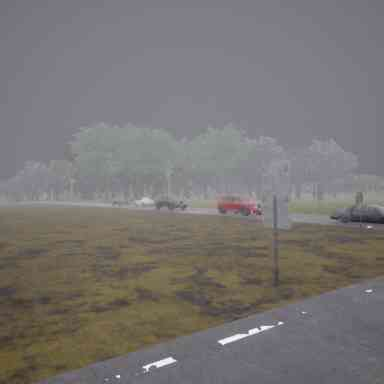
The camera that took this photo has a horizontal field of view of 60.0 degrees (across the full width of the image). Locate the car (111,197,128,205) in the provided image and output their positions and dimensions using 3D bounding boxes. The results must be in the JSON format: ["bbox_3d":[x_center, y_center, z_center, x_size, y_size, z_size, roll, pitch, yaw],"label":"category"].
[{"bbox_3d":[-14.086,1.776,64.714,2.128,1.511,4.902,-2,0,-36],"label":"car"}]

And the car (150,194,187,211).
[{"bbox_3d":[-2.882,1.362,44.149,2.150,2.045,5.566,-2,0,-36],"label":"car"}]

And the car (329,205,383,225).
[{"bbox_3d":[12.494,1.596,23.251,2.033,1.411,5.357,-2,1,-40],"label":"car"}]

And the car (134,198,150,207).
[{"bbox_3d":[-8.208,1.701,56.572,1.812,1.442,4.674,-2,0,-36],"label":"car"}]

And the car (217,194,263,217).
[{"bbox_3d":[4.831,1.288,33.455,2.150,2.045,5.566,-2,2,-35],"label":"car"}]
